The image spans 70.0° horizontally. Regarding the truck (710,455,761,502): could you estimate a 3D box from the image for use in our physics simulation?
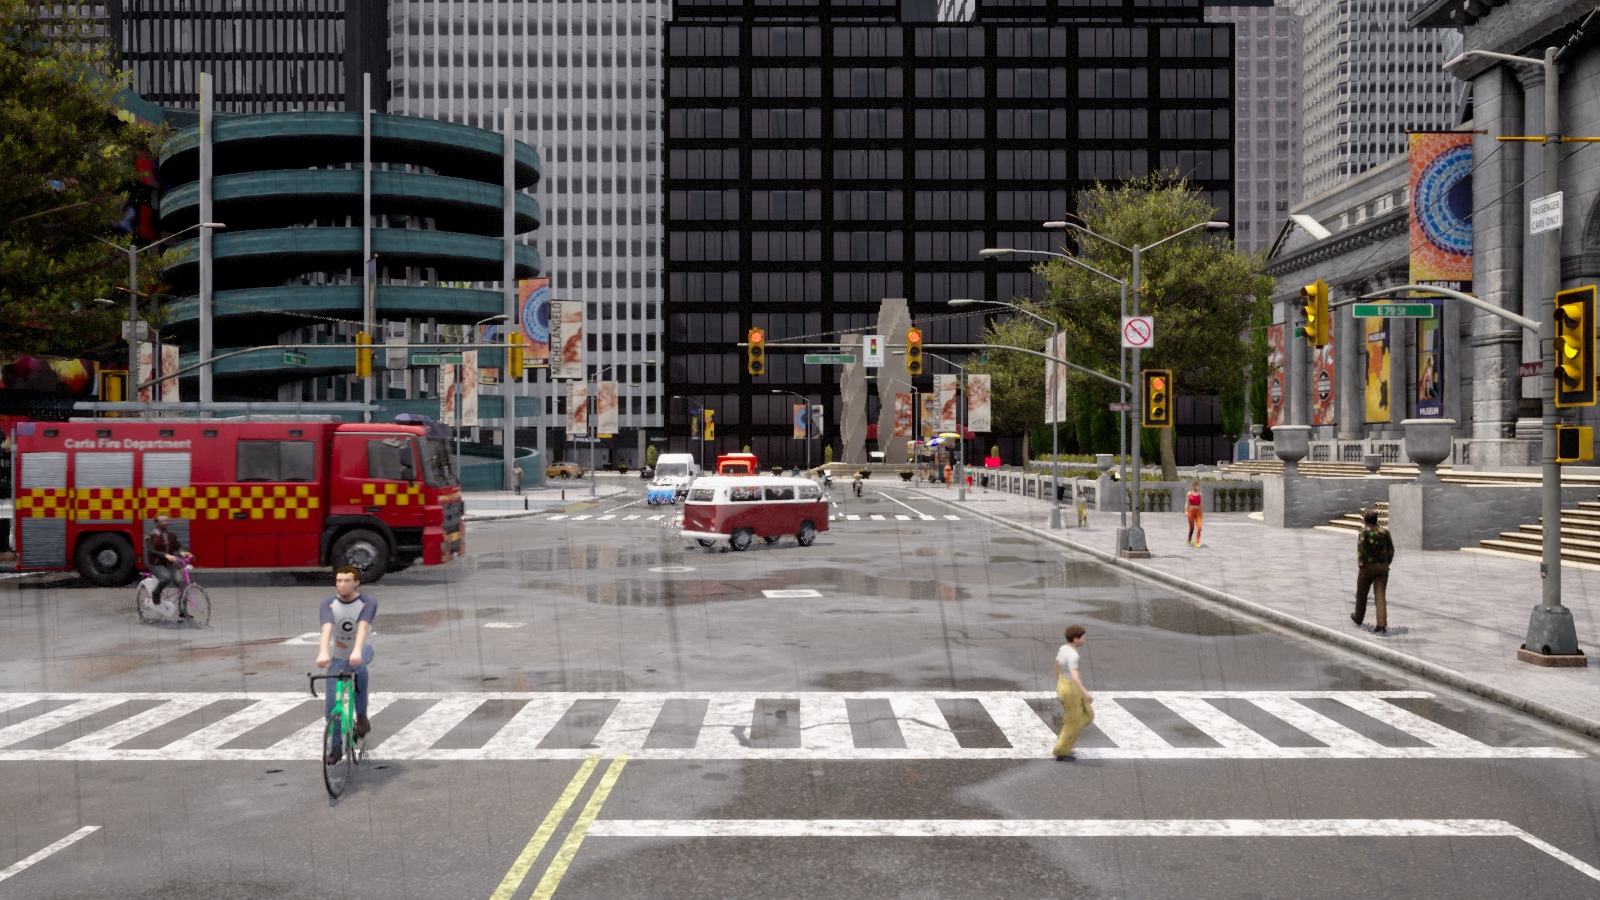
[{"bbox_3d":[-3.541,1.543,64.074,2.627,2.467,5.204,0,0,-1],"label":"truck"}]

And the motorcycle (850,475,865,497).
[{"bbox_3d":[3.467,2.144,69.122,0.764,1.277,2.356,0,0,-1],"label":"motorcycle"}]

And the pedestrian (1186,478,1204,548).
[{"bbox_3d":[10.648,1.684,30.807,0.375,1.860,0.375,0,0,0],"label":"pedestrian"}]

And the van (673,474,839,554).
[{"bbox_3d":[-1.199,1.769,32.833,4.480,2.038,2.069,0,0,-42],"label":"van"}]

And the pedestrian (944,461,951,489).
[{"bbox_3d":[9.783,1.666,75.715,0.375,1.860,0.375,0,0,-6],"label":"pedestrian"}]

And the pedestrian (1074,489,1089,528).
[{"bbox_3d":[9.499,1.962,38.557,0.375,1.300,0.375,0,0,-1],"label":"pedestrian"}]

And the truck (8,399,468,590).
[{"bbox_3d":[-11.802,0.881,24.756,8.468,3.827,2.891,0,0,-6],"label":"truck"}]

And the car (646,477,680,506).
[{"bbox_3d":[-6.988,2.098,58.266,1.481,1.376,2.207,0,0,0],"label":"car"}]

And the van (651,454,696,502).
[{"bbox_3d":[-7.042,1.510,64.165,1.988,2.561,5.915,0,0,-1],"label":"van"}]

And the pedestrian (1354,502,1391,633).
[{"bbox_3d":[8.312,1.689,16.600,0.375,1.860,0.375,0,0,7],"label":"pedestrian"}]

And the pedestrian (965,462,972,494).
[{"bbox_3d":[10.012,1.670,67.841,0.375,1.860,0.375,0,0,-5],"label":"pedestrian"}]

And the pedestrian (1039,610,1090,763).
[{"bbox_3d":[2.387,2.124,10.325,0.375,1.300,0.375,0,0,0],"label":"pedestrian"}]

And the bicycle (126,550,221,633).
[{"bbox_3d":[-9.862,2.203,17.977,1.835,1.171,0.329,0,1,27],"label":"bicycle"}]

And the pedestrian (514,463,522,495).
[{"bbox_3d":[-16.179,1.671,65.529,0.375,1.860,0.375,0,0,4],"label":"pedestrian"}]
